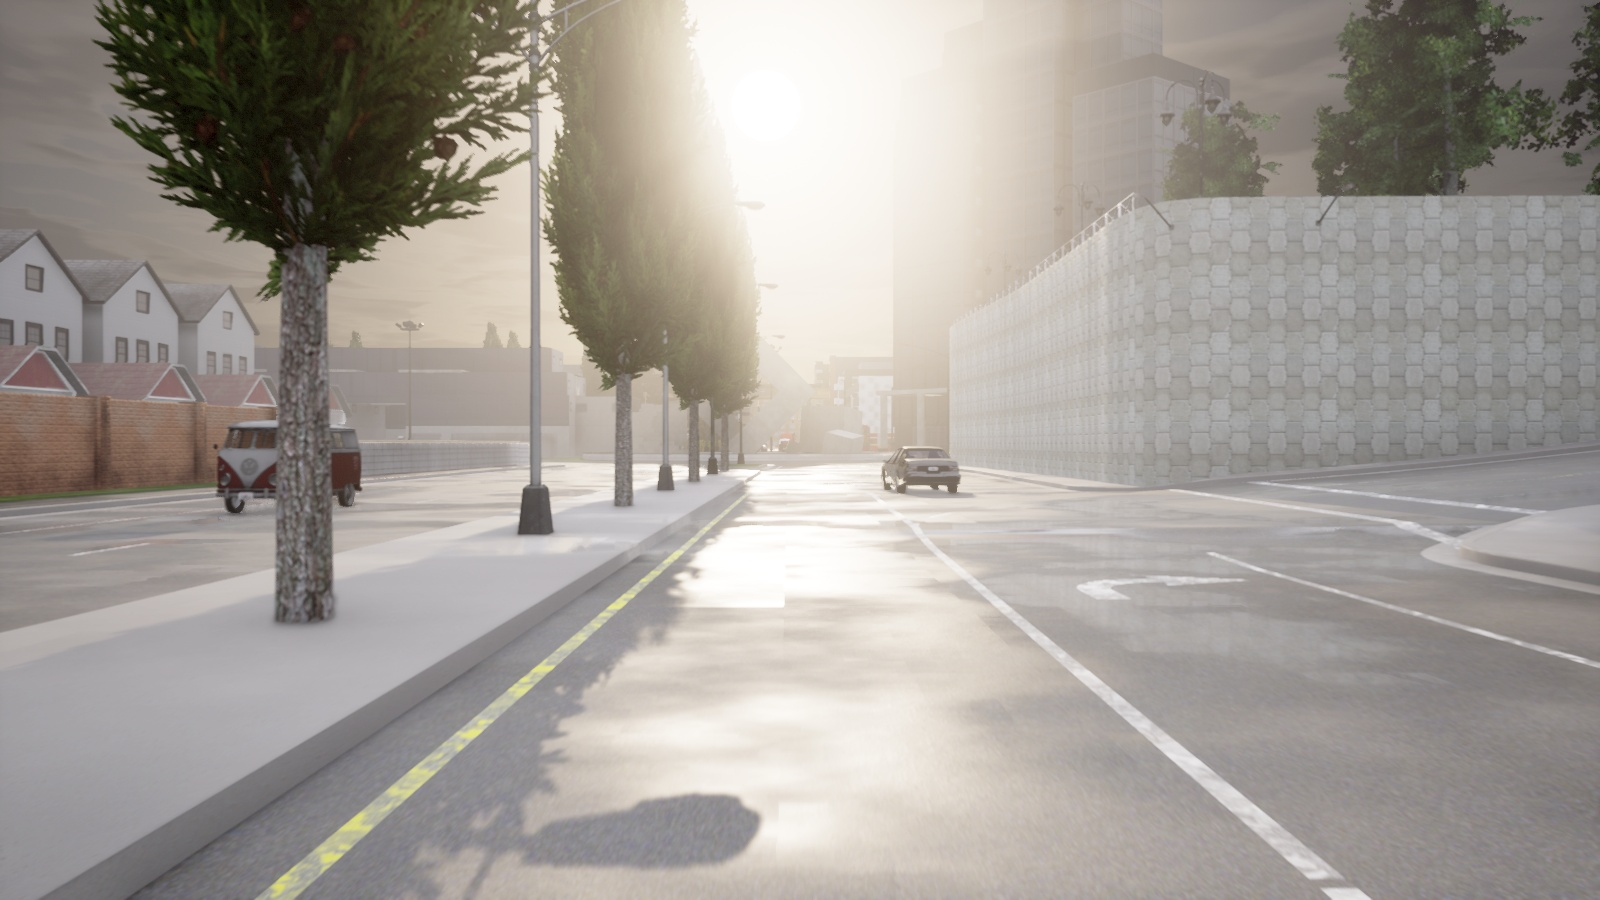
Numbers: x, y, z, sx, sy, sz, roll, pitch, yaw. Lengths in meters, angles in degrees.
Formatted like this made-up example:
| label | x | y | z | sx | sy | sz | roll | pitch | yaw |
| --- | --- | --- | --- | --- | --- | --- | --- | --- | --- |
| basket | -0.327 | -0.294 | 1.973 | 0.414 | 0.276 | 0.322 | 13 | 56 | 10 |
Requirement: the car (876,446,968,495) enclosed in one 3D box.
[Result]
| label | x | y | z | sx | sy | sz | roll | pitch | yaw |
| --- | --- | --- | --- | --- | --- | --- | --- | --- | --- |
| car | 3.690 | 0.580 | 38.842 | 2.033 | 1.411 | 5.357 | 0 | 0 | -3 |

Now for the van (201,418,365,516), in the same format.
| label | x | y | z | sx | sy | sz | roll | pitch | yaw |
| --- | --- | --- | --- | --- | --- | --- | --- | --- | --- |
| van | -11.326 | 0.333 | 27.860 | 1.775 | 1.987 | 4.442 | 0 | 0 | 0 |
